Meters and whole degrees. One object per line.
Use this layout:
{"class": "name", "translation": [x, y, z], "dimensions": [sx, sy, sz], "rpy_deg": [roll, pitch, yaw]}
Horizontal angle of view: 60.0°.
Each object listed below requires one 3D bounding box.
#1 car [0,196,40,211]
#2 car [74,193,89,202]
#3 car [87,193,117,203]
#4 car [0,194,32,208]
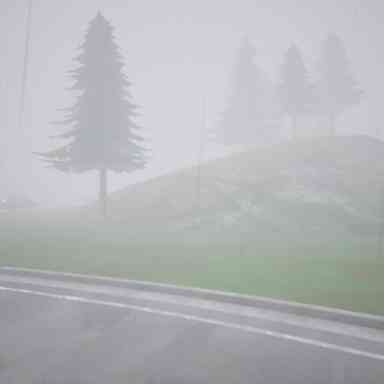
{"class": "car", "translation": [-19.988, 1.443, 38.186], "dimensions": [1.895, 1.301, 4.718], "rpy_deg": [0, 1, 20]}
{"class": "car", "translation": [-19.257, 0.960, 60.394], "dimensions": [2.097, 1.767, 4.553], "rpy_deg": [0, 1, 20]}
{"class": "car", "translation": [-15.982, 1.236, 59.150], "dimensions": [1.895, 1.301, 4.718], "rpy_deg": [0, 1, 20]}
{"class": "car", "translation": [-24.667, 1.172, 45.748], "dimensions": [2.097, 1.767, 4.553], "rpy_deg": [0, 1, 20]}
